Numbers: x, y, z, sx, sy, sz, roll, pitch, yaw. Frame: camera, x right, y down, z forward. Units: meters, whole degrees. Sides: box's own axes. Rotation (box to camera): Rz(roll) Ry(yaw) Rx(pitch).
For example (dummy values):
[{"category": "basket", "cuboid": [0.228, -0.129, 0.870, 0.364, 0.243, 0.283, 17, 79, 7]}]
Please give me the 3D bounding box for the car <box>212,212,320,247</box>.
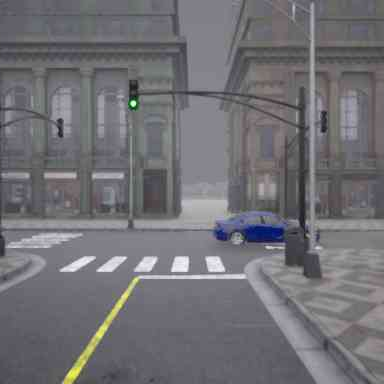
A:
[{"category": "car", "cuboid": [3.456, 1.714, 15.758, 5.008, 1.535, 1.882, 0, 0, 0]}]
